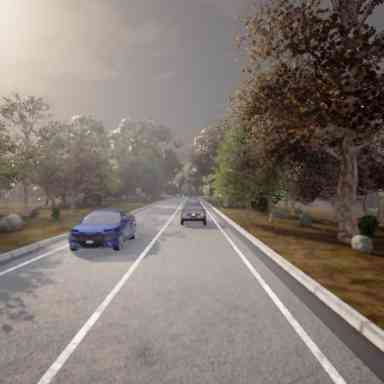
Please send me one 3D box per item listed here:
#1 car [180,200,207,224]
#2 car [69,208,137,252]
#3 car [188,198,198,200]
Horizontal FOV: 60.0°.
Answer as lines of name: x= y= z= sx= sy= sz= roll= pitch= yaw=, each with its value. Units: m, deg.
car: x=0.105 y=1.538 z=24.327 sx=2.033 sy=1.411 sz=5.357 roll=0 pitch=0 yaw=0
car: x=-3.596 y=1.478 z=14.180 sx=1.882 sy=1.535 sz=5.008 roll=0 pitch=0 yaw=0
car: x=0.105 y=1.469 z=42.910 sx=2.033 sy=1.411 sz=5.357 roll=0 pitch=0 yaw=0
